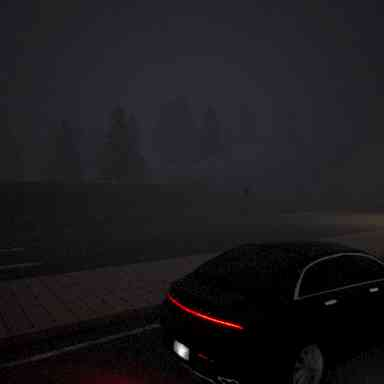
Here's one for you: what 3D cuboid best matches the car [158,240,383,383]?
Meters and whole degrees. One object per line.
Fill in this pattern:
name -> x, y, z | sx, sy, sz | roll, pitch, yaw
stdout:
car -> 1.851, 1.503, 5.067 | 4.892, 1.490, 1.837 | 1, 0, -36
